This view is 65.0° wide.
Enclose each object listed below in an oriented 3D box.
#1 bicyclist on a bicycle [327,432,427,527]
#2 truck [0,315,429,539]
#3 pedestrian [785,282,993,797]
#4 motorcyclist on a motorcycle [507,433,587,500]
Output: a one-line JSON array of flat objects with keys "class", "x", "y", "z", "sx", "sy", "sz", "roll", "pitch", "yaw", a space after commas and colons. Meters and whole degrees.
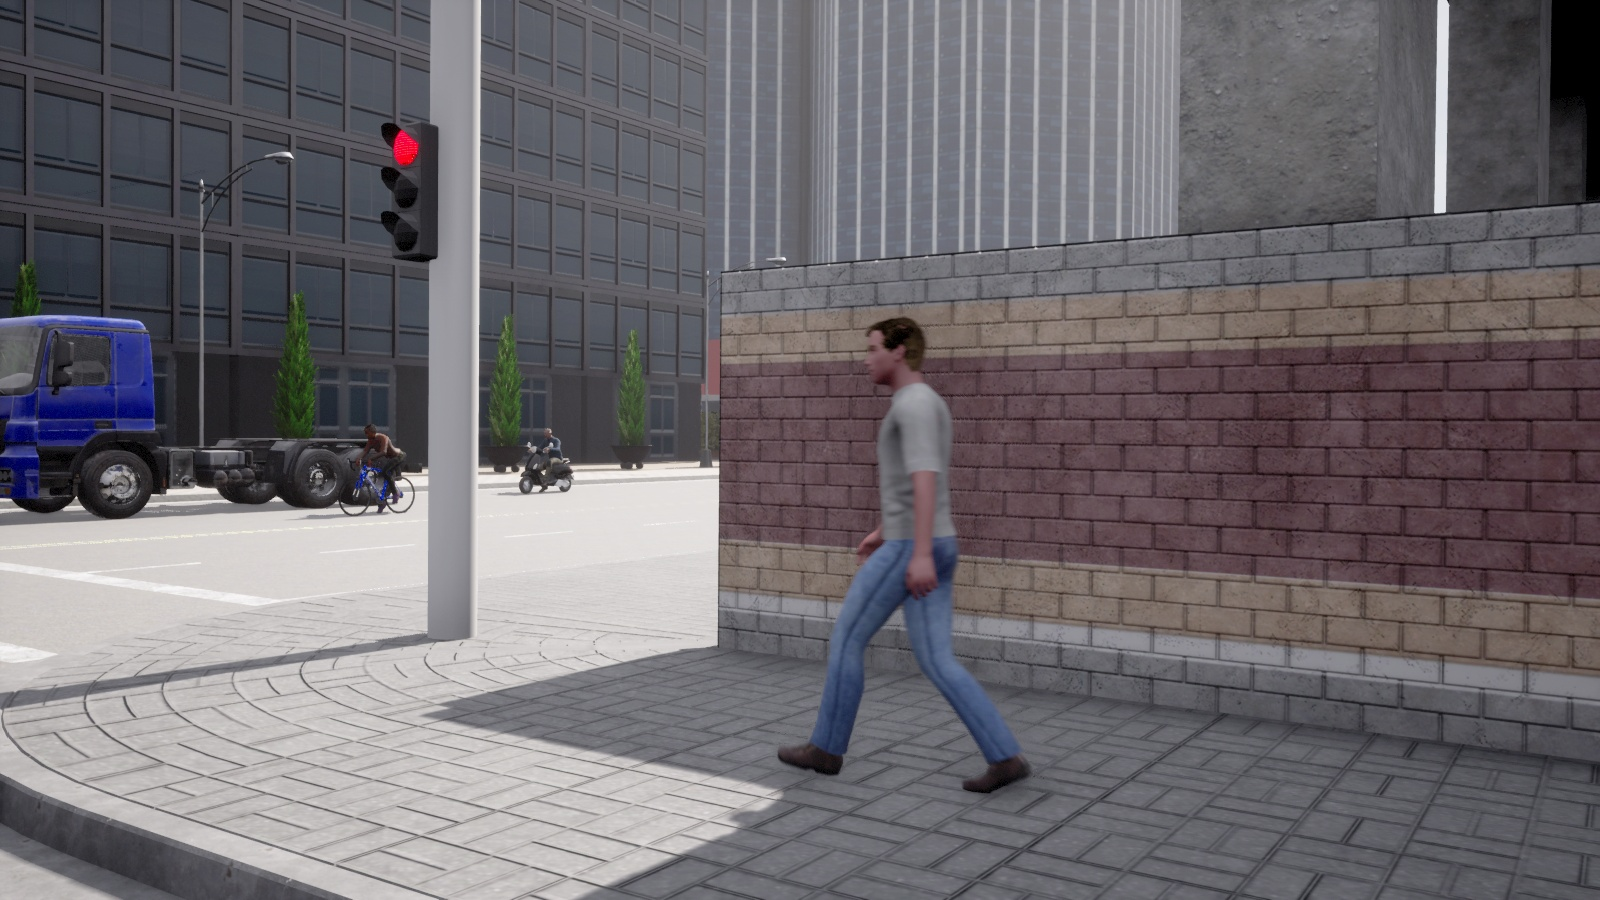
[{"class": "bicyclist on a bicycle", "x": -7.542, "y": 0.501, "z": 22.464, "sx": 0.582, "sy": 1.620, "sz": 1.656, "roll": 0, "pitch": 1, "yaw": 34}, {"class": "truck", "x": -11.092, "y": -0.415, "z": 23.453, "sx": 2.891, "sy": 3.462, "sz": 7.936, "roll": 0, "pitch": 1, "yaw": 34}, {"class": "pedestrian", "x": 0.341, "y": 0.319, "z": 4.751, "sx": 0.706, "sy": 1.836, "sz": 0.354, "roll": 0, "pitch": 1, "yaw": 18}, {"class": "motorcyclist on a motorcycle", "x": -6.189, "y": 0.376, "z": 30.776, "sx": 0.866, "sy": 1.590, "sz": 1.817, "roll": 0, "pitch": 1, "yaw": 34}]
